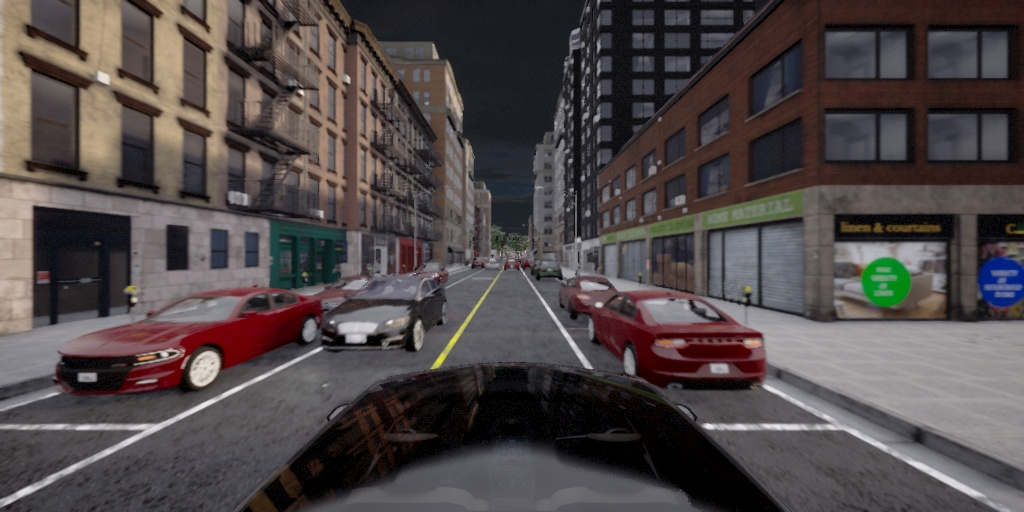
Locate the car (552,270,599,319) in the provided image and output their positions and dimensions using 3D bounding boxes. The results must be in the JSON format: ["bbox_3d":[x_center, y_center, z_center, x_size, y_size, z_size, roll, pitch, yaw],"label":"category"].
[{"bbox_3d":[2.638,1.331,12.469,1.802,1.307,4.207,0,0,0],"label":"car"}]

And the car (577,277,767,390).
[{"bbox_3d":[2.639,1.294,6.790,1.888,1.381,4.507,0,0,0],"label":"car"}]

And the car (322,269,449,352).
[{"bbox_3d":[-2.836,1.243,8.979,2.128,1.511,4.902,0,0,0],"label":"car"}]

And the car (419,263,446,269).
[{"bbox_3d":[-5.394,1.189,23.832,1.967,1.591,4.097,0,0,0],"label":"car"}]

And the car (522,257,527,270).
[{"bbox_3d":[2.633,1.056,52.222,2.192,1.841,5.009,0,0,0],"label":"car"}]

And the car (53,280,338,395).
[{"bbox_3d":[-5.390,1.297,6.796,1.888,1.381,4.507,0,0,0],"label":"car"}]

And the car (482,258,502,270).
[{"bbox_3d":[-2.826,1.344,51.535,1.895,1.301,4.718,0,0,0],"label":"car"}]

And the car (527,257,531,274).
[{"bbox_3d":[2.985,1.098,37.542,2.097,1.767,4.553,0,0,0],"label":"car"}]

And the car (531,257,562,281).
[{"bbox_3d":[2.986,1.099,30.542,2.097,1.767,4.553,0,0,0],"label":"car"}]

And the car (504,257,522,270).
[{"bbox_3d":[-0.003,1.083,46.156,1.812,1.442,4.674,0,0,0],"label":"car"}]

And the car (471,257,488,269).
[{"bbox_3d":[-5.404,1.056,57.902,2.192,1.841,5.009,0,0,0],"label":"car"}]
